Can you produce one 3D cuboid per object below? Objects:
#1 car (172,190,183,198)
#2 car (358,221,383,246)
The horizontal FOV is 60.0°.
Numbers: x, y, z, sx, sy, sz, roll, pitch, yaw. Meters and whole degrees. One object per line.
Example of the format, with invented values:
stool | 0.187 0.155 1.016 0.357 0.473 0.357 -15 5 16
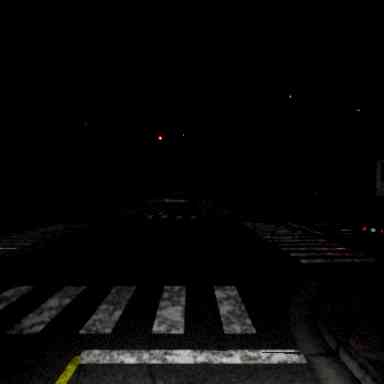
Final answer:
car | -3.013 0.356 69.909 2.097 1.767 4.553 0 0 0
car | 8.810 1.386 11.607 5.357 1.411 2.033 0 0 0
